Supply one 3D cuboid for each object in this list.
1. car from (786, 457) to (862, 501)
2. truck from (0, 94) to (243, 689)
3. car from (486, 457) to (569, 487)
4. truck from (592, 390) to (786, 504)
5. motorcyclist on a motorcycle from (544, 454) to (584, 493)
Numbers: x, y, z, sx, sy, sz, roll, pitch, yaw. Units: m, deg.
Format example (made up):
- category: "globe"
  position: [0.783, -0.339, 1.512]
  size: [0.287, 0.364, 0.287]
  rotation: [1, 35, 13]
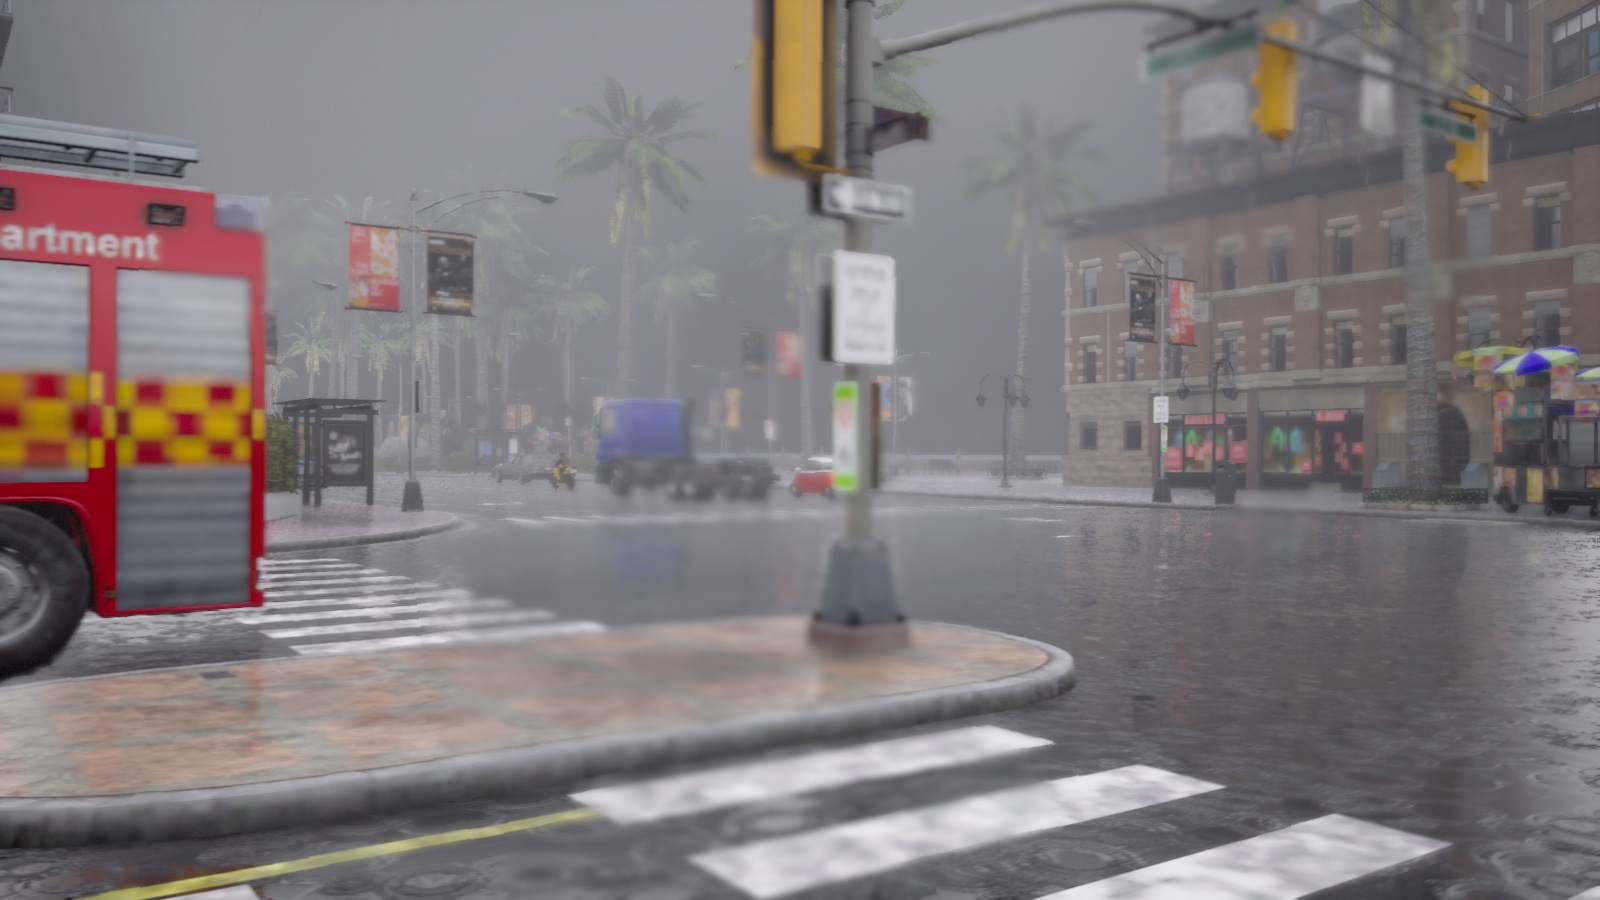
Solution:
- category: "car"
  position: [0.769, 0.949, 41.496]
  size: [1.481, 1.376, 2.207]
  rotation: [0, 0, -35]
- category: "truck"
  position: [-8.243, -0.374, 7.646]
  size: [8.468, 3.827, 2.891]
  rotation: [0, 0, -35]
- category: "car"
  position: [-13.527, 1.036, 62.104]
  size: [2.033, 1.411, 5.357]
  rotation: [0, 0, -35]
- category: "truck"
  position: [-3.907, -0.072, 42.088]
  size: [2.891, 3.462, 7.936]
  rotation: [0, 0, -35]
- category: "motorcyclist on a motorcycle"
  position: [-9.415, 0.922, 50.091]
  size: [0.797, 1.523, 2.044]
  rotation: [0, 0, -35]
